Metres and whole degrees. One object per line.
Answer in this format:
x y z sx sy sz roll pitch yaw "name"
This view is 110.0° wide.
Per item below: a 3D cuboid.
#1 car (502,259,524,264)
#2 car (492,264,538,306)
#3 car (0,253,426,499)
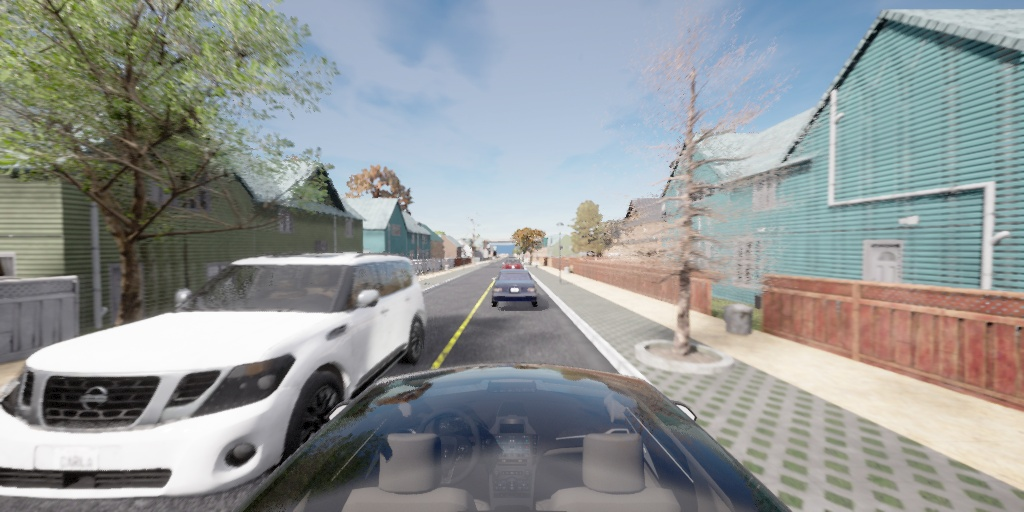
0.100 1.034 35.824 2.097 1.767 4.553 0 0 0 "car"
0.100 1.268 15.515 2.033 1.411 5.357 0 0 0 "car"
-2.806 0.966 5.087 2.150 2.045 5.566 0 0 0 "car"
